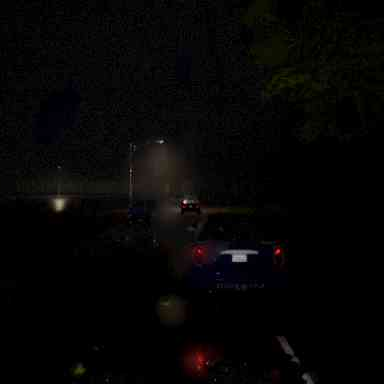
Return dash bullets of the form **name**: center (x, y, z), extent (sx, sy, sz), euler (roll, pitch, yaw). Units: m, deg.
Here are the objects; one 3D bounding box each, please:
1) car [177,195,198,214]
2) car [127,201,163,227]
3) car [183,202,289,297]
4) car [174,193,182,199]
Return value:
- **car**: center (-0.114, 1.342, 32.329), extent (2.033, 1.411, 5.357), euler (0, 0, 0)
- **car**: center (-2.960, 1.348, 21.612), extent (1.882, 1.535, 5.008), euler (0, 0, 0)
- **car**: center (0.919, 1.302, 8.630), extent (2.097, 1.767, 4.553), euler (0, 0, 0)
- **car**: center (-3.157, 0.845, 78.119), extent (1.895, 1.301, 4.718), euler (0, 1, 0)
